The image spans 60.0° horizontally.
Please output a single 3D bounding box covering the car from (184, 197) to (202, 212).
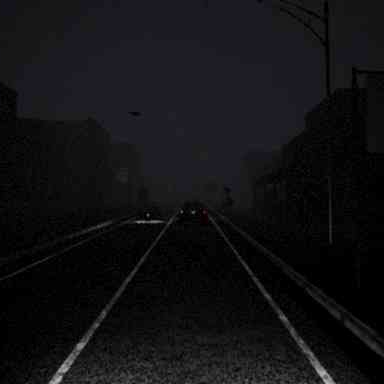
[{"bbox_3d":[0.094,1.529,41.697,2.097,1.767,4.553,0,0,0],"label":"car"}]

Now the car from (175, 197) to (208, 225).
[{"bbox_3d":[0.092,1.435,24.755,2.097,1.767,4.553,0,0,0],"label":"car"}]

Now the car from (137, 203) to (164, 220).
[{"bbox_3d":[-3.520,1.667,28.701,1.994,1.385,4.181,0,0,0],"label":"car"}]

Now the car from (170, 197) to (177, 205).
[{"bbox_3d":[-3.524,1.848,70.194,1.837,1.490,4.892,0,0,0],"label":"car"}]
